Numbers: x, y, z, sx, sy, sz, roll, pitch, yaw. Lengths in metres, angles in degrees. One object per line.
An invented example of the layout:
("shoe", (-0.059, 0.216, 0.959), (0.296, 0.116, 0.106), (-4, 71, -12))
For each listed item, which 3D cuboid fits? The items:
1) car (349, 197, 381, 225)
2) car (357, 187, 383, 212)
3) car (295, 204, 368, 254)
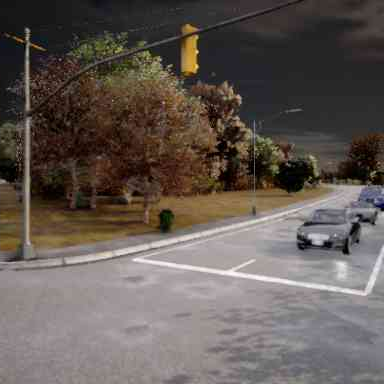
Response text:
("car", (11.041, 1.331, 21.980), (1.994, 1.385, 4.181), (0, 2, 32))
("car", (16.747, 0.596, 30.835), (2.150, 2.045, 5.566), (0, 3, 33))
("car", (5.671, 1.459, 13.606), (2.128, 1.511, 4.902), (0, 1, 33))
